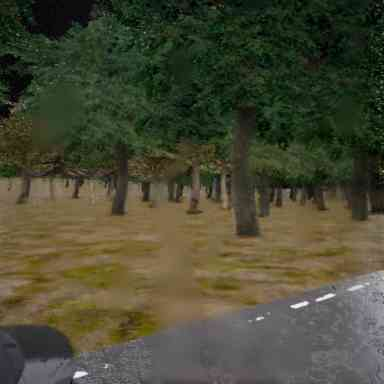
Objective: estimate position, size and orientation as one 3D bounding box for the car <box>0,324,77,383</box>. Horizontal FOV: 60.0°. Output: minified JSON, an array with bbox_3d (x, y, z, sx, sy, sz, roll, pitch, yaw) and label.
[{"bbox_3d":[-2.892,1.501,1.196,4.892,1.490,1.837,0,0,-36],"label":"car"}]
